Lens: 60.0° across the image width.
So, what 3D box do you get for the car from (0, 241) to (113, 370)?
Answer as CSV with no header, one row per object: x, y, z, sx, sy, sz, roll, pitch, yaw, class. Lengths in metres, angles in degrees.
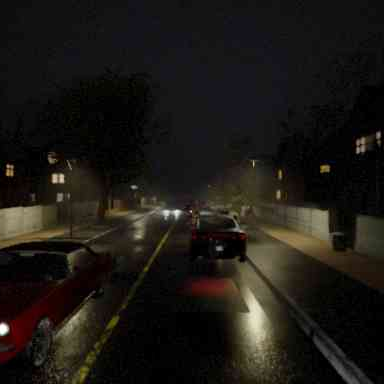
-2.851,1.637,5.880,1.895,1.301,4.718,0,0,0,car

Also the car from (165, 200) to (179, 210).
-2.847,1.875,47.718,1.895,1.301,4.718,0,0,0,car

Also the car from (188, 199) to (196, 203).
0.819,1.625,28.655,1.801,1.575,5.366,0,0,0,car

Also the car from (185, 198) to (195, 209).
-0.003,1.765,47.545,2.128,1.511,4.902,0,0,0,car

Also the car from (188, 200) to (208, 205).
0.820,1.590,22.655,1.801,1.575,5.366,0,0,0,car

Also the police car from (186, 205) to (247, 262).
0.822,1.502,12.572,1.930,1.638,5.238,0,0,0,police car

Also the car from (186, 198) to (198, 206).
-0.013,1.896,62.448,2.033,1.411,5.357,0,0,0,car
